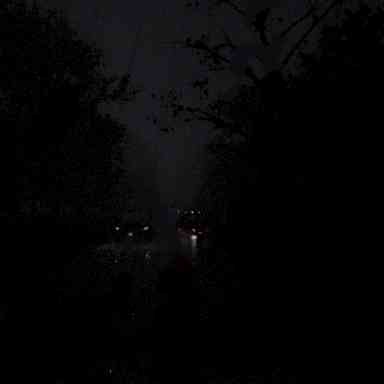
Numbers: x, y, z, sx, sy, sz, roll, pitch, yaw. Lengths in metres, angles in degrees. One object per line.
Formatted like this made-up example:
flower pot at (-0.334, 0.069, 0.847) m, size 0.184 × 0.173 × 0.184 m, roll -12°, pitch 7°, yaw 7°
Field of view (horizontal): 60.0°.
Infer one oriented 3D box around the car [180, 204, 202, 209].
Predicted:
car at (0.030, 1.941, 32.989) m, size 1.895 × 1.301 × 4.718 m, roll 0°, pitch -1°, yaw 0°

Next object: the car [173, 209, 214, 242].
car at (0.082, 1.780, 17.300) m, size 1.895 × 1.301 × 4.718 m, roll 0°, pitch -1°, yaw 0°

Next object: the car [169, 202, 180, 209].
car at (-3.036, 2.389, 59.736) m, size 1.895 × 1.301 × 4.718 m, roll 0°, pitch -1°, yaw 0°

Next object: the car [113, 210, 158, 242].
car at (-2.861, 1.709, 17.753) m, size 1.812 × 1.442 × 4.674 m, roll 0°, pitch -1°, yaw 0°
